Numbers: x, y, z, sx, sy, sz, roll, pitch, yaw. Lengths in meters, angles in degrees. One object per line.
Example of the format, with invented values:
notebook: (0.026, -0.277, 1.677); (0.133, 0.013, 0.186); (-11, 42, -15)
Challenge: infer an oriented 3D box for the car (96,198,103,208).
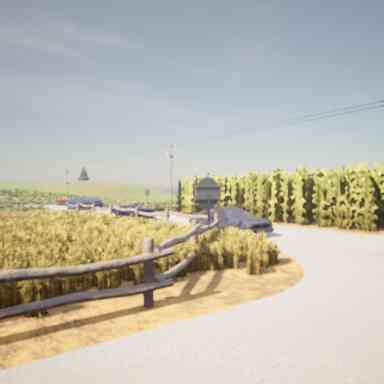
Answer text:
car: (-13.780, 1.485, 46.156); (1.812, 1.442, 4.674); (0, 0, -35)

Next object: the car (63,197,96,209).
car: (-13.651, 1.445, 40.230); (1.882, 1.535, 5.008); (0, 0, -35)

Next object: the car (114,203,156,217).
car: (-4.805, 1.568, 27.703); (1.895, 1.301, 4.718); (0, 0, -35)

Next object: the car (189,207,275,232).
car: (1.930, 1.515, 18.104); (2.033, 1.411, 5.357); (0, 0, -33)

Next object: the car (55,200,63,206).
car: (-20.046, 1.562, 53.964); (4.718, 1.301, 1.895); (0, 0, 33)
